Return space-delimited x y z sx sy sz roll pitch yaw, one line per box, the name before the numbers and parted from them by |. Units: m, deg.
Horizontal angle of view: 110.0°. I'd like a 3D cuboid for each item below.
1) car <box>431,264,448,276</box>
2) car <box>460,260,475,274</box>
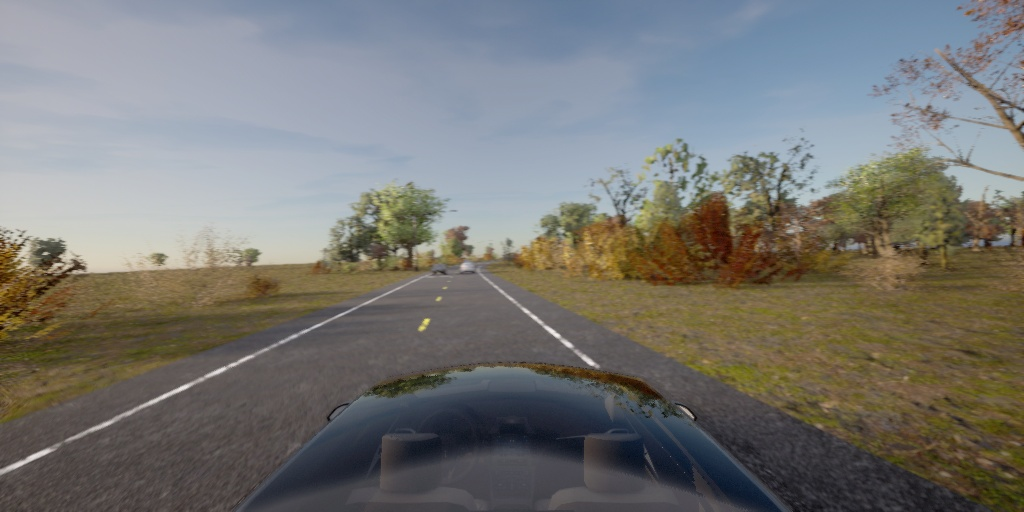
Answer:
car | -9.499 1.771 47.056 1.837 1.490 4.892 -2 0 -7
car | -6.188 1.677 50.204 1.812 1.442 4.674 -2 0 -7
